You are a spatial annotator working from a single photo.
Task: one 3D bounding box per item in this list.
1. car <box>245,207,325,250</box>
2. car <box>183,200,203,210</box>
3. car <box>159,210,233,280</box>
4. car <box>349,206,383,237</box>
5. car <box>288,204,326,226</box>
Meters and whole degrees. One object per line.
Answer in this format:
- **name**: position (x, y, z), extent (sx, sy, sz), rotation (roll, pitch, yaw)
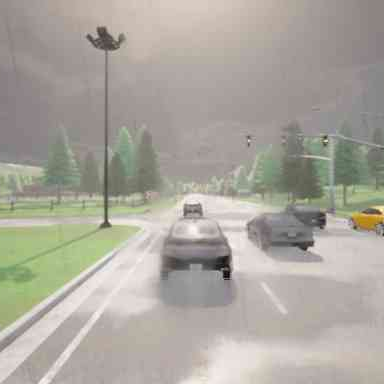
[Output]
- **car**: position (3.596, 1.589, 14.458), extent (2.033, 1.411, 5.357), rotation (0, 0, 0)
- **car**: position (0.089, 1.589, 34.264), extent (2.128, 1.511, 4.902), rotation (0, 0, 0)
- **car**: position (0.097, 1.520, 10.083), extent (2.128, 1.511, 4.902), rotation (0, 0, 0)
- **car**: position (10.596, 1.530, 18.508), extent (1.882, 1.535, 5.008), rotation (0, 0, 0)
- **car**: position (7.096, 1.540, 21.880), extent (1.882, 1.535, 5.008), rotation (0, 0, 0)
